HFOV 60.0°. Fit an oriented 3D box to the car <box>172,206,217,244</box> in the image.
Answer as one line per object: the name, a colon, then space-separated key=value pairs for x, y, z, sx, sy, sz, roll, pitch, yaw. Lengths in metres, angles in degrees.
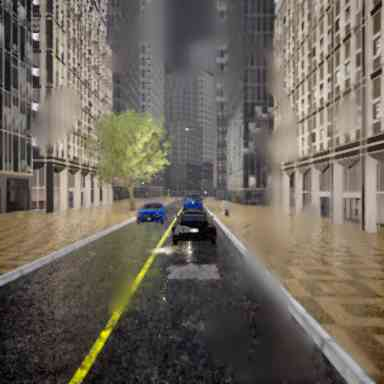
car: x=0.097 y=1.567 z=15.868 sx=1.994 sy=1.385 sz=4.181 roll=0 pitch=0 yaw=0

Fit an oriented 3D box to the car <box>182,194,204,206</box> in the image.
car: x=0.104 y=1.234 z=37.330 sx=2.150 sy=2.045 sz=5.566 roll=0 pitch=0 yaw=0

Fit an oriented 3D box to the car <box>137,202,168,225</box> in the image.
car: x=-2.845 y=1.483 z=24.513 sx=1.882 sy=1.535 sz=5.008 roll=0 pitch=0 yaw=0
